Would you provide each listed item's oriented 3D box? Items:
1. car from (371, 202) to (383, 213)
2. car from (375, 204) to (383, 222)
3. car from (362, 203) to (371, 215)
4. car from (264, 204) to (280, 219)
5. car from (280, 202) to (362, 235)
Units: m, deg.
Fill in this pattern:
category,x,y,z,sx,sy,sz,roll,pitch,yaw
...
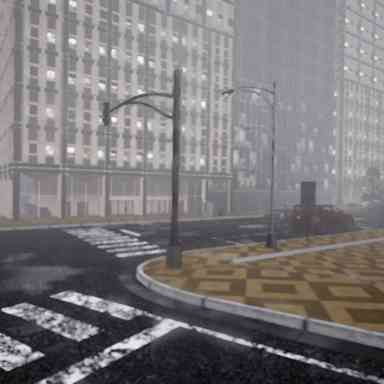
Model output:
category,x,y,z,sx,sy,sz,roll,pitch,yaw
car,22.764,1.905,41.083,4.313,1.339,1.947,0,1,-34
car,17.857,1.978,28.176,4.507,1.381,1.887,0,1,-34
car,17.946,1.828,37.784,4.829,1.417,1.752,0,1,-34
car,8.729,1.786,31.477,4.403,1.369,2.008,0,1,-34
car,8.505,1.680,21.769,5.009,1.841,2.192,0,1,-34
